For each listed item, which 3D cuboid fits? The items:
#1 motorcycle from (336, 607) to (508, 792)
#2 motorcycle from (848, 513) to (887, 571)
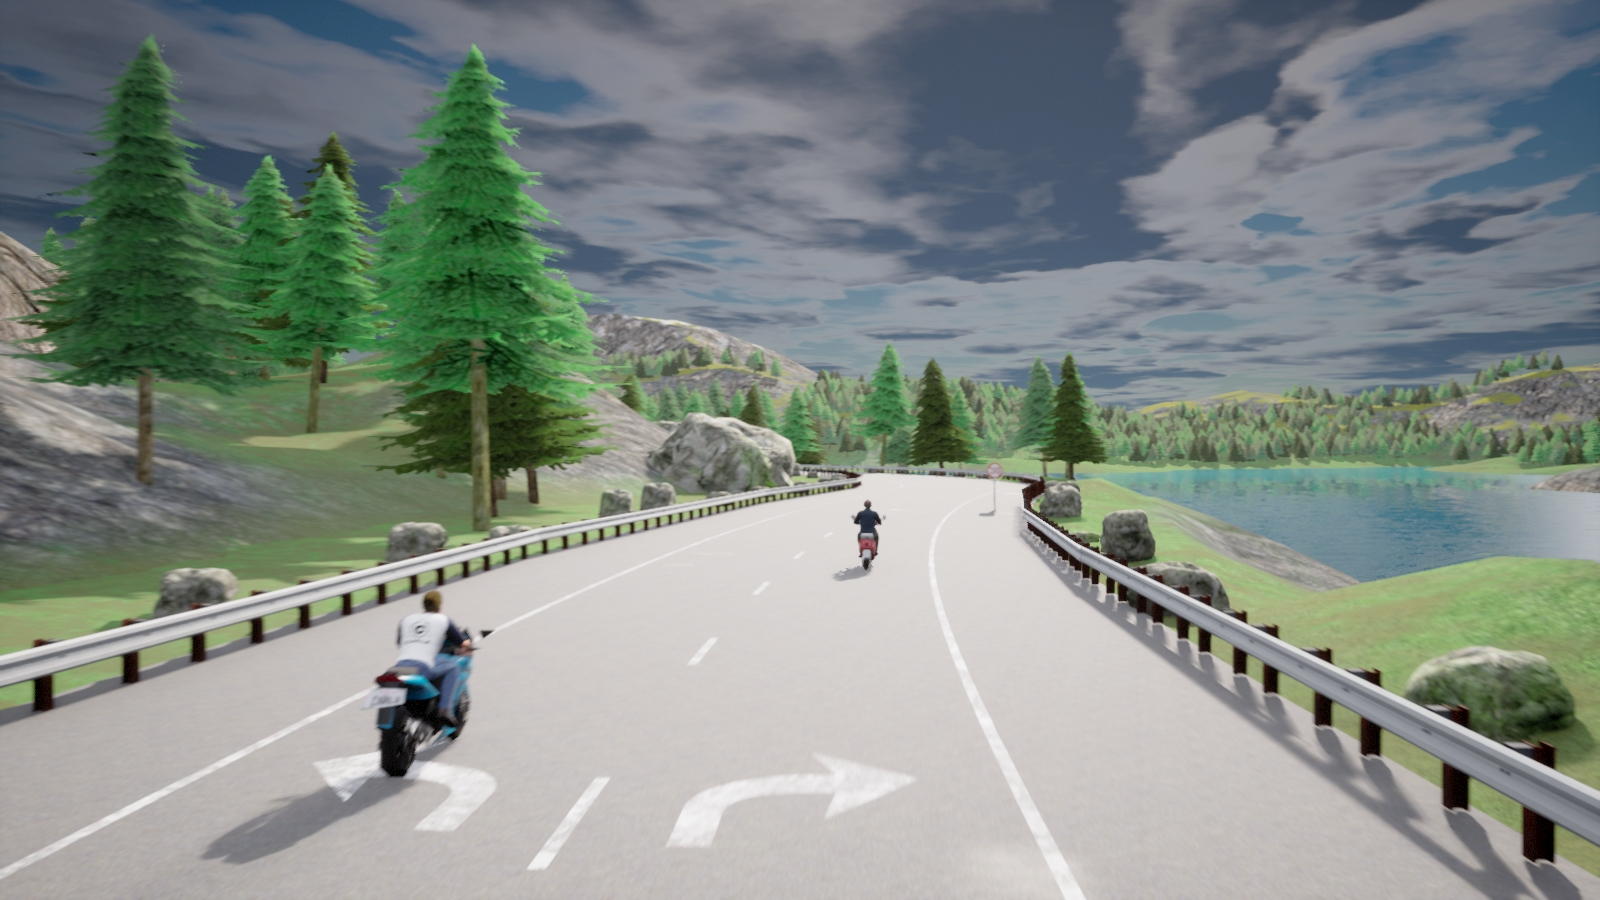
[{"bbox_3d":[-3.339,2.174,10.325,0.803,1.217,2.033,0,0,2],"label":"motorcycle"},{"bbox_3d":[1.634,2.183,27.415,0.856,1.236,1.805,0,0,6],"label":"motorcycle"}]
